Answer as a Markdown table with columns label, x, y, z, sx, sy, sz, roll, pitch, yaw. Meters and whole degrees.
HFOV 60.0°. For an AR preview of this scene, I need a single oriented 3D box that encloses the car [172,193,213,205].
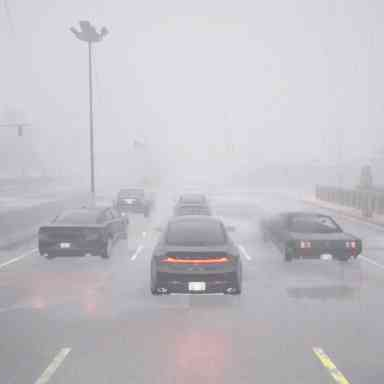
| label | x | y | z | sx | sy | sz | roll | pitch | yaw |
| --- | --- | --- | --- | --- | --- | --- | --- | --- | --- |
| car | 0.028 | 0.809 | 17.524 | 1.837 | 1.490 | 4.892 | 0 | 4 | 0 |

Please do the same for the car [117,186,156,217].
| label | x | y | z | sx | sy | sz | roll | pitch | yaw |
| --- | --- | --- | --- | --- | --- | --- | --- | --- | --- |
| car | -3.490 | 0.436 | 20.624 | 2.097 | 1.767 | 4.553 | 0 | 4 | 0 |

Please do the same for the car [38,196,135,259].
| label | x | y | z | sx | sy | sz | roll | pitch | yaw |
| --- | --- | --- | --- | --- | --- | --- | --- | --- | --- |
| car | -3.441 | 1.168 | 11.462 | 1.882 | 1.535 | 5.008 | 0 | 3 | 0 |

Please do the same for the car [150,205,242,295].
| label | x | y | z | sx | sy | sz | roll | pitch | yaw |
| --- | --- | --- | --- | --- | --- | --- | --- | --- | --- |
| car | 0.075 | 1.335 | 8.321 | 1.837 | 1.490 | 4.892 | 0 | 2 | 0 |

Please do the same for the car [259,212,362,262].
| label | x | y | z | sx | sy | sz | roll | pitch | yaw |
| --- | --- | --- | --- | --- | --- | --- | --- | --- | --- |
| car | 3.561 | 1.313 | 11.019 | 1.895 | 1.301 | 4.718 | 0 | 3 | 0 |
